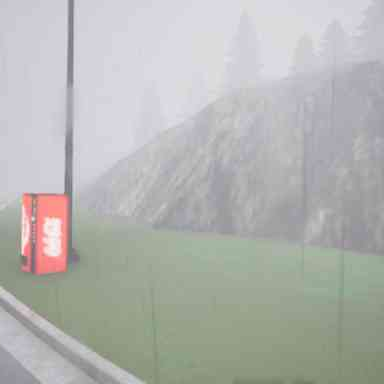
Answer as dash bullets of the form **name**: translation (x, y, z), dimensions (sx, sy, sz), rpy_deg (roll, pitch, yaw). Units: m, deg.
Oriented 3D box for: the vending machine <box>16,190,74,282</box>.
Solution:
- **vending machine**: translation (-3.712, 1.023, 8.403), dimensions (1.100, 2.100, 0.880), rpy_deg (1, 1, -41)
